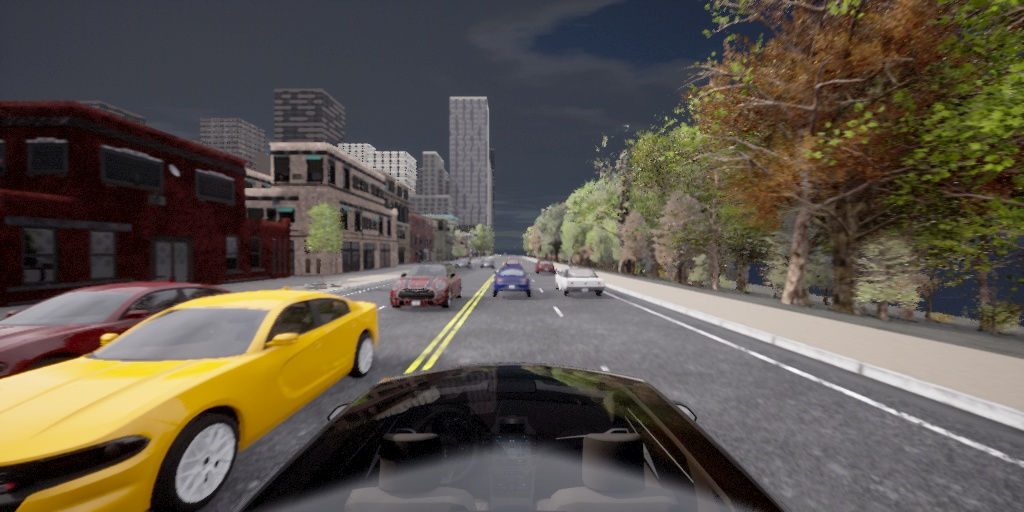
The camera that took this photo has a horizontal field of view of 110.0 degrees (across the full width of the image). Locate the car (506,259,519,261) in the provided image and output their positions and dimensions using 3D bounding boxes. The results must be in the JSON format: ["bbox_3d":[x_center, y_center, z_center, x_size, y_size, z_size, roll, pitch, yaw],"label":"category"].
[{"bbox_3d":[0.069,1.038,38.296,1.882,1.535,5.008,0,1,0],"label":"car"}]

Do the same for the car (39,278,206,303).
[{"bbox_3d":[-6.590,1.205,6.096,1.882,1.535,5.008,0,0,0],"label":"car"}]

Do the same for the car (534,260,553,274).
[{"bbox_3d":[3.318,1.092,37.034,1.812,1.442,4.674,0,1,0],"label":"car"}]

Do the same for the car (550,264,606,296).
[{"bbox_3d":[3.342,1.265,18.567,1.895,1.301,4.718,0,0,0],"label":"car"}]

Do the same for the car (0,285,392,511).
[{"bbox_3d":[-3.342,1.213,4.488,1.882,1.535,5.008,0,0,0],"label":"car"}]

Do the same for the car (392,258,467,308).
[{"bbox_3d":[-3.308,1.036,14.664,2.097,1.767,4.553,0,0,0],"label":"car"}]

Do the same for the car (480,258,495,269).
[{"bbox_3d":[-3.338,0.993,49.148,2.128,1.511,4.902,0,0,0],"label":"car"}]

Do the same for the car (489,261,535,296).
[{"bbox_3d":[0.014,1.191,18.361,1.812,1.442,4.674,0,1,0],"label":"car"}]

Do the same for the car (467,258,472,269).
[{"bbox_3d":[-6.588,0.993,49.145,2.128,1.511,4.902,0,0,0],"label":"car"}]
